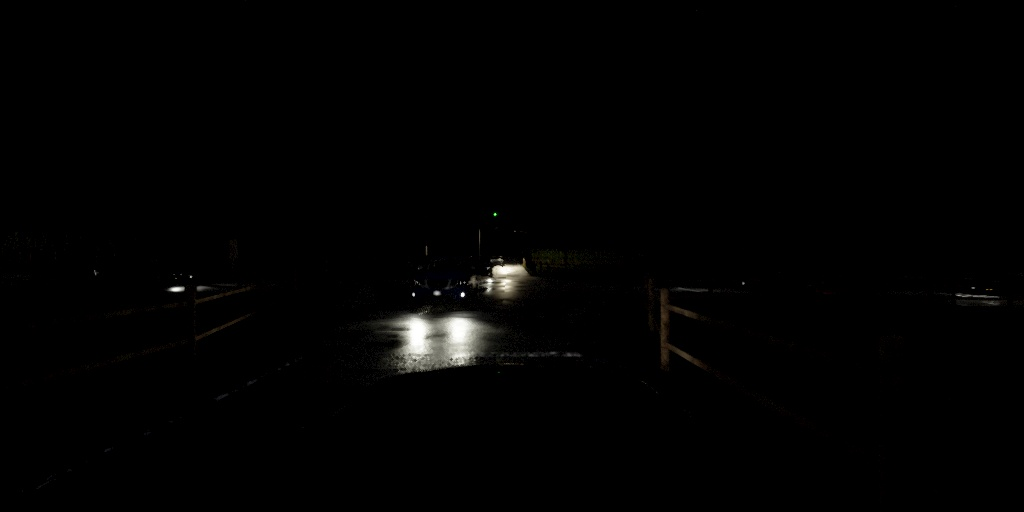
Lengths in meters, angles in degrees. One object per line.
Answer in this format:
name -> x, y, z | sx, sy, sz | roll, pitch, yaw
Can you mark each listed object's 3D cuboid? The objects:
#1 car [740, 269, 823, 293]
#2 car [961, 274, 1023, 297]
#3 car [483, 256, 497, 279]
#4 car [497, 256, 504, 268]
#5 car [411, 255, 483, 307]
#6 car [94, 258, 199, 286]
car -> 18.017, 1.617, 24.117 | 4.902, 1.511, 2.128 | 1, 0, 0
car -> 33.439, 1.927, 24.103 | 4.892, 1.490, 1.837 | 1, 0, 0
car -> -2.767, 1.097, 32.882 | 2.097, 1.767, 4.553 | 0, 0, 0
car -> -2.643, 0.991, 62.653 | 2.150, 2.045, 5.566 | 0, 0, 0
car -> -2.733, 0.966, 15.832 | 2.150, 2.045, 5.566 | 0, 1, 0
car -> -20.724, 0.887, 20.444 | 4.892, 1.490, 1.837 | 1, 0, 0
